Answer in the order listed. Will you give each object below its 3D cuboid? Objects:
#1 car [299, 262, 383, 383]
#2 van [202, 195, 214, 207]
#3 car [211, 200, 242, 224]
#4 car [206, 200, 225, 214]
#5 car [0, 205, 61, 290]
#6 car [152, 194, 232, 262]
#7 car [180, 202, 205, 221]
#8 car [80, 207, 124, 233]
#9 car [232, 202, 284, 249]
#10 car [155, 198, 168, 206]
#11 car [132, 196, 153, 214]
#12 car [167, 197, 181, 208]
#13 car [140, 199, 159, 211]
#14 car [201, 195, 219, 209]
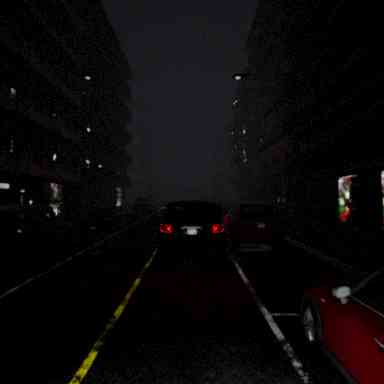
[{"bbox_3d":[2.593,1.444,3.487,1.967,1.590,4.097,1,0,0],"label":"car"},{"bbox_3d":[2.537,1.465,53.270,1.690,1.788,3.998,1,0,0],"label":"van"},{"bbox_3d":[2.544,1.478,25.612,1.967,1.590,4.097,1,0,0],"label":"car"},{"bbox_3d":[2.538,1.648,36.675,1.802,1.307,4.206,1,0,0],"label":"car"},{"bbox_3d":[-5.294,1.325,9.075,2.192,1.841,5.009,1,0,0],"label":"car"},{"bbox_3d":[0.025,1.237,12.355,2.150,2.045,5.566,0,0,0],"label":"car"},{"bbox_3d":[0.034,1.609,28.534,1.994,1.385,4.181,0,0,1],"label":"car"},{"bbox_3d":[-5.303,1.592,20.138,1.947,1.339,4.313,1,0,0],"label":"car"},{"bbox_3d":[2.550,1.332,14.549,2.192,1.841,5.009,1,0,0],"label":"car"},{"bbox_3d":[-5.316,1.728,58.852,1.802,1.307,4.206,1,0,0],"label":"car"},{"bbox_3d":[-5.303,1.381,36.728,2.192,1.841,5.009,1,0,0],"label":"car"},{"bbox_3d":[-2.844,1.627,52.988,1.837,1.490,4.892,0,0,0],"label":"car"},{"bbox_3d":[-5.310,1.628,42.259,1.887,1.381,4.507,1,0,0],"label":"car"},{"bbox_3d":[2.540,1.418,47.738,2.192,1.841,5.009,1,0,0],"label":"car"}]
